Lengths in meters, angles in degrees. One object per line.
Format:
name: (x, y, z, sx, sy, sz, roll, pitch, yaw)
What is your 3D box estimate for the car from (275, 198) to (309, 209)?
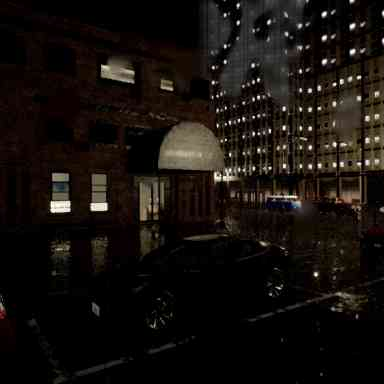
car: (13.676, 1.514, 45.622, 1.802, 1.307, 4.206, 0, 0, -35)

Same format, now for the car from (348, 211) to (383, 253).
car: (8.031, 1.543, 12.430, 4.507, 1.381, 1.887, 0, 0, -35)

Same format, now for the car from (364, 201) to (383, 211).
car: (20.004, 1.499, 36.525, 2.008, 1.369, 4.403, 0, 0, -35)

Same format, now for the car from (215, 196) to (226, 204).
car: (4.086, 1.437, 59.407, 1.752, 1.417, 4.829, 0, 0, -35)

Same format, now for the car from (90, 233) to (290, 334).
car: (0.185, 1.565, 6.764, 4.313, 1.339, 1.947, 0, 0, -35)

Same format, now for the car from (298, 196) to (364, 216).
car: (13.123, 1.308, 31.738, 2.192, 1.841, 5.009, 0, 0, -35)

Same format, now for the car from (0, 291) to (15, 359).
car: (-4.282, 1.440, 3.516, 4.097, 1.590, 1.967, 0, 0, -35)

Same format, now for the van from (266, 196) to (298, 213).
van: (9.959, 1.326, 36.287, 1.690, 1.788, 3.998, 0, 0, -35)
